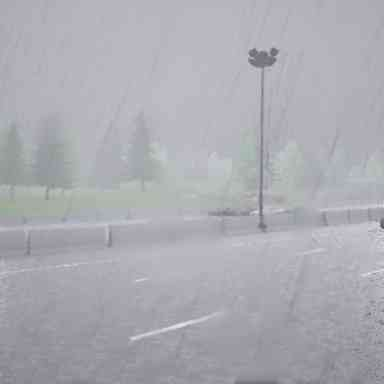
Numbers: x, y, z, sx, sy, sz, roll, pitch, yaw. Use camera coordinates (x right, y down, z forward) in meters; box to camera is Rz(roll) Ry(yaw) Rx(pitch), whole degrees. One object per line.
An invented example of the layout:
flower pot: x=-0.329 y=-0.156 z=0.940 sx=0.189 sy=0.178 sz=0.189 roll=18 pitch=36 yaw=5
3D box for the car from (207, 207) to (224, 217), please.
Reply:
car: x=4.213 y=2.494 z=41.565 sx=4.718 sy=1.301 sz=1.895 roll=0 pitch=-1 yaw=-36

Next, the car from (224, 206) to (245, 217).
car: x=6.285 y=2.311 z=38.749 sx=4.181 sy=1.385 sz=1.994 roll=0 pitch=-1 yaw=-36

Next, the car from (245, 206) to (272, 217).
car: x=8.335 y=2.222 z=35.913 sx=4.674 sy=1.442 sz=1.812 roll=0 pitch=-1 yaw=-36

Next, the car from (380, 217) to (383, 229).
car: x=15.045 y=1.896 z=23.370 sx=4.181 sy=1.385 sz=1.994 roll=0 pitch=-1 yaw=-36

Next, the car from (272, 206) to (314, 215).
car: x=10.386 y=2.178 z=33.077 sx=4.181 sy=1.385 sz=1.994 roll=0 pitch=-1 yaw=-36
